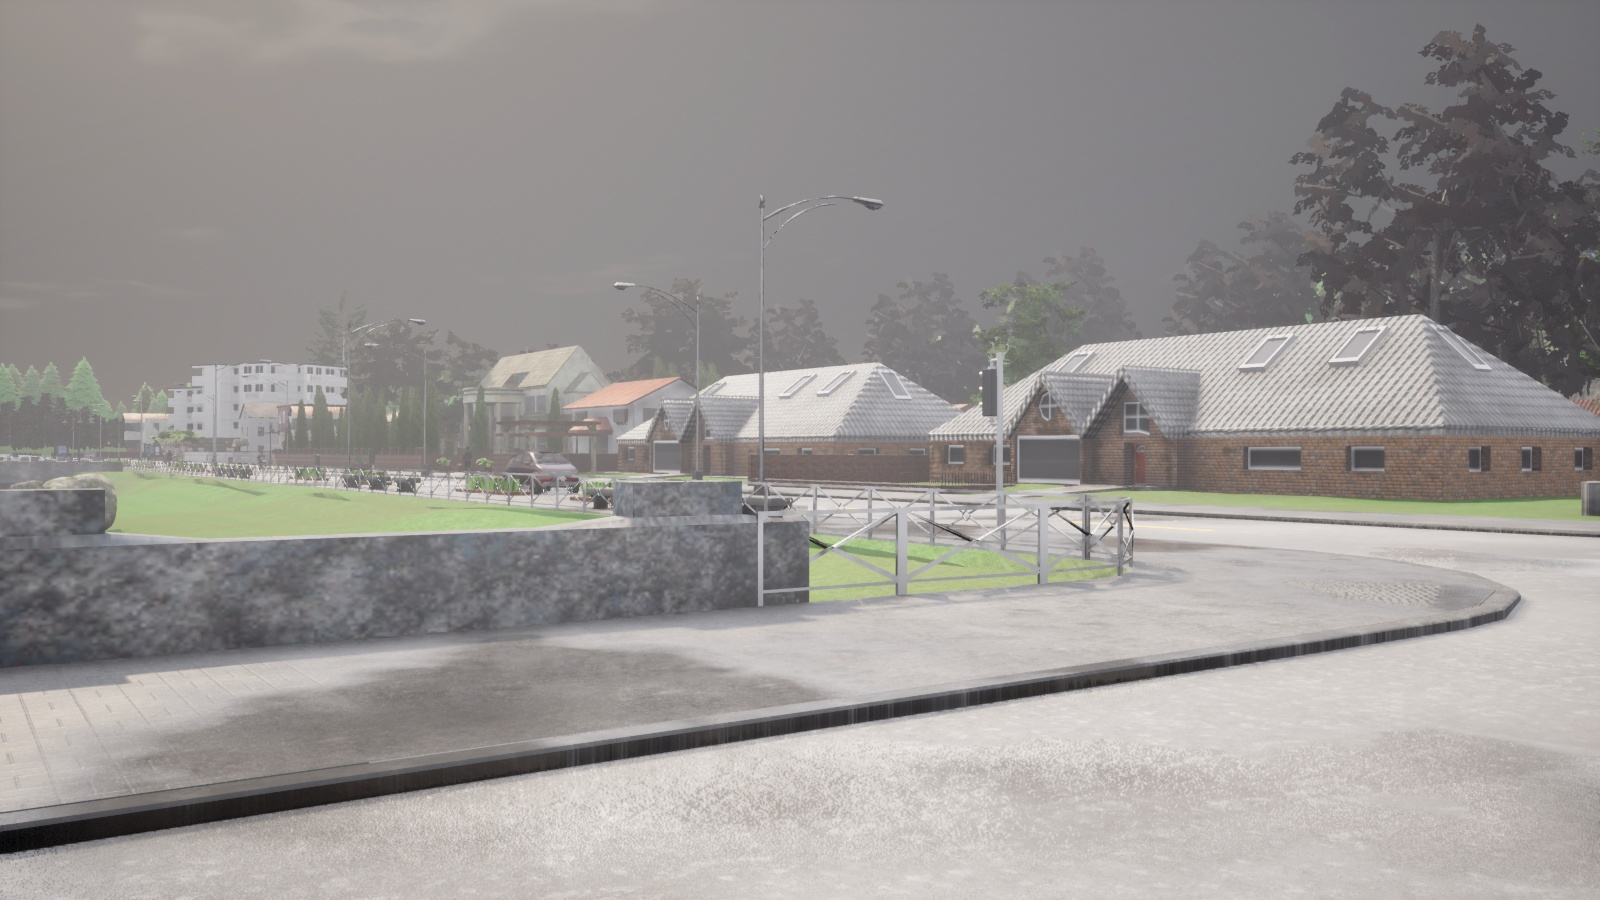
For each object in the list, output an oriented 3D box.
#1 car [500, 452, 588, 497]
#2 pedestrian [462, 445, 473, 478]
[{"bbox_3d":[-9.348,0.855,45.671,1.789,1.549,3.705,0,0,-35],"label":"car"},{"bbox_3d":[-19.875,0.681,75.073,0.423,1.949,0.788,0,0,-36],"label":"pedestrian"}]
